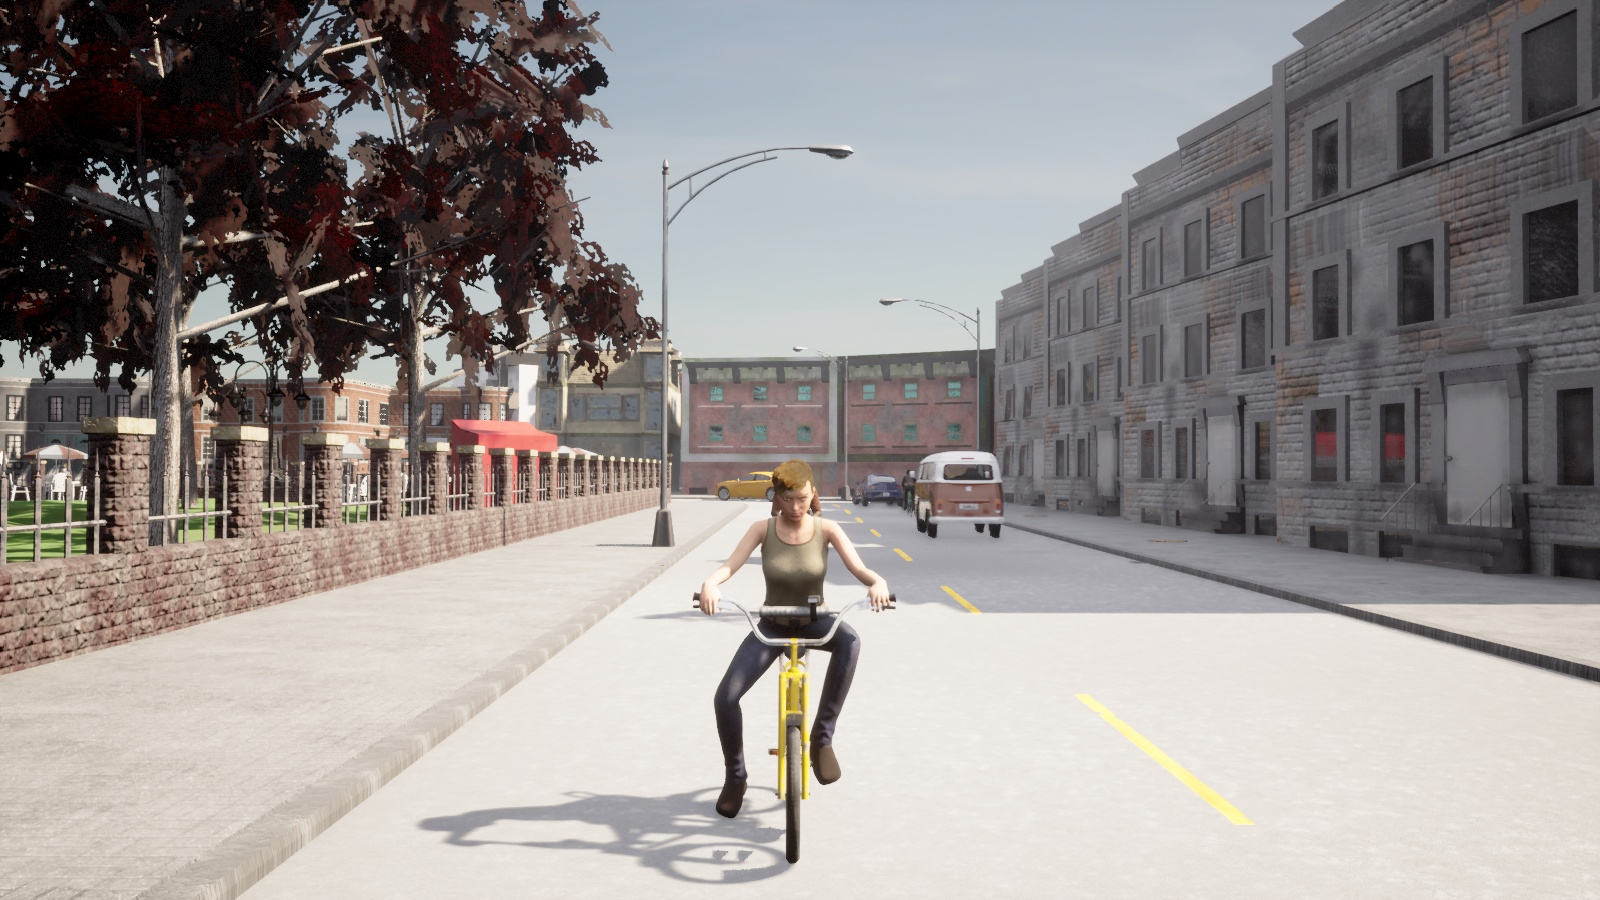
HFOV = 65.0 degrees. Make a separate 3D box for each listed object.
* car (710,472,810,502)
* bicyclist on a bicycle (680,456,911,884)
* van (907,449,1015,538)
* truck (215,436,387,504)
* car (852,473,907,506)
[{"bbox_3d":[-2.115,1.895,65.215,5.008,1.535,1.882,-1,-1,33],"label":"car"},{"bbox_3d":[-0.018,0.843,5.501,0.866,1.612,1.509,0,-1,0],"label":"bicyclist on a bicycle"},{"bbox_3d":[3.886,1.044,31.114,2.069,2.038,4.480,0,-1,0],"label":"van"},{"bbox_3d":[-26.305,1.051,66.468,7.936,3.462,2.891,0,-1,0],"label":"truck"},{"bbox_3d":[3.589,1.788,57.350,1.812,1.442,4.674,0,-1,-5],"label":"car"}]
